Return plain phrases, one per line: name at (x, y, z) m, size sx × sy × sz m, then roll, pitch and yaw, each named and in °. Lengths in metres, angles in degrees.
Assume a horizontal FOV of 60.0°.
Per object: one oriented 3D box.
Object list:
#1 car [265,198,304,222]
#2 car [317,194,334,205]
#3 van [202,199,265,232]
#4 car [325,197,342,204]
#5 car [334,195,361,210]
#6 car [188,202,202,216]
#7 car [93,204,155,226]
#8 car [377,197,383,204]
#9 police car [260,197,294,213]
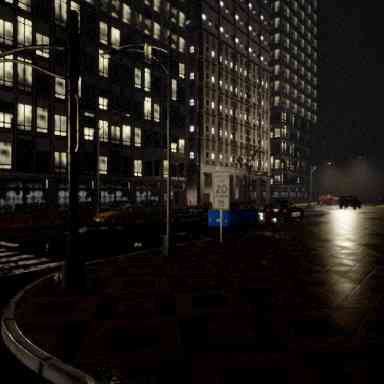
car at (7.581, 1.472, 26.897) m, size 1.967 × 1.590 × 4.097 m, roll 0°, pitch 0°, yaw 38°
car at (25.132, 1.380, 62.548) m, size 2.192 × 1.841 × 5.009 m, roll 0°, pitch 0°, yaw 38°
van at (2.612, 1.368, 20.273) m, size 1.690 × 1.788 × 3.998 m, roll 0°, pitch 0°, yaw 38°
car at (28.530, 1.624, 66.953) m, size 2.008 × 1.369 × 4.403 m, roll 0°, pitch 0°, yaw 38°
car at (21.175, 1.368, 44.518) m, size 2.192 × 1.841 × 5.009 m, roll 0°, pitch 0°, yaw 38°
car at (1.342, 1.603, 31.711) m, size 1.802 × 1.307 × 4.206 m, roll 0°, pitch 0°, yaw 38°
car at (-4.774, 1.540, 23.995) m, size 1.752 × 1.417 × 4.829 m, roll 0°, pitch 0°, yaw 38°
car at (38.167, 1.657, 66.543) m, size 1.947 × 1.339 × 4.313 m, roll 0°, pitch 0°, yaw 38°
police car at (9.967, 1.458, 38.689) m, size 1.930 × 1.638 × 5.238 m, roll 0°, pitch 0°, yaw 38°
